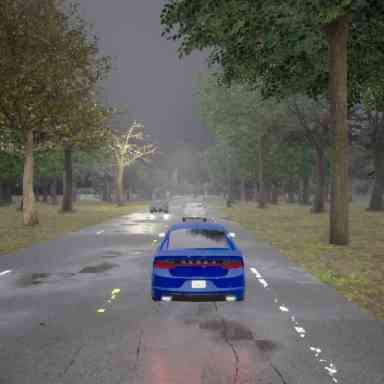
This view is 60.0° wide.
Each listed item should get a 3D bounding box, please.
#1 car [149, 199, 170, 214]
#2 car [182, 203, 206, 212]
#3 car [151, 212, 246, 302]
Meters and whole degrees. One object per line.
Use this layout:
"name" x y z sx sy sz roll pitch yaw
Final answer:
"car" -3.479 1.595 36.226 1.837 1.490 4.892 0 0 0
"car" 0.187 1.580 26.879 1.812 1.442 4.674 0 0 0
"car" 0.129 1.485 8.366 1.882 1.535 5.008 0 0 0
